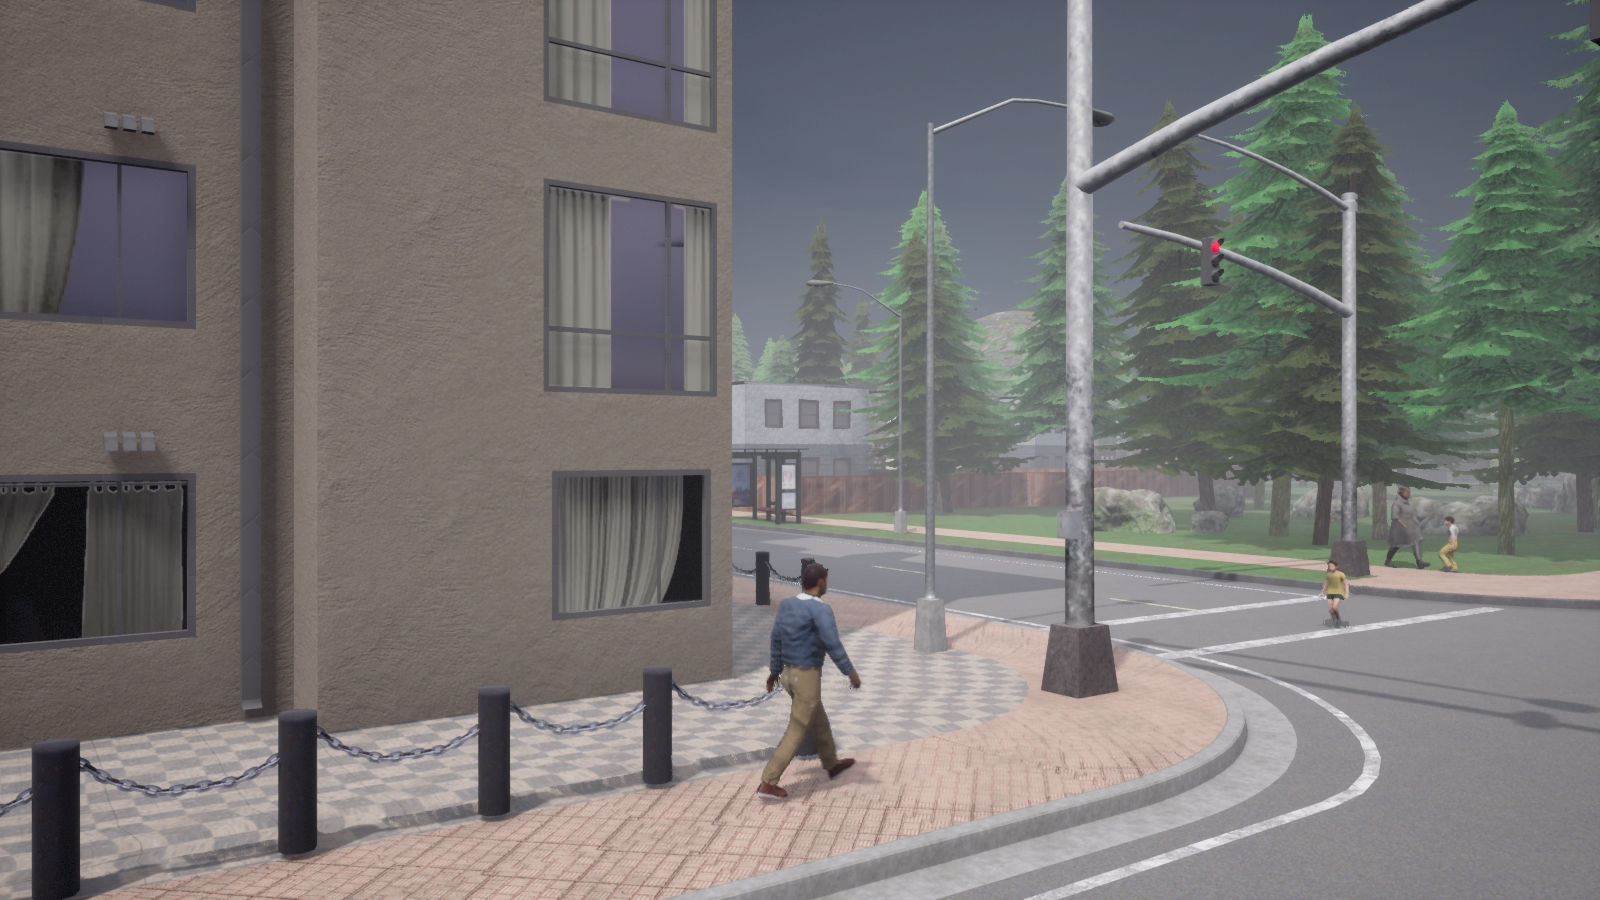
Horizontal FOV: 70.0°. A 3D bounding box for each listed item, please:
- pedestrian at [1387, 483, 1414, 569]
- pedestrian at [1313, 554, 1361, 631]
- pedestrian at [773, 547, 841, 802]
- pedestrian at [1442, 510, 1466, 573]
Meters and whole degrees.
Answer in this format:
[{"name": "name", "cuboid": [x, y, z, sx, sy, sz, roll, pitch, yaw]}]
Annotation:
[{"name": "pedestrian", "cuboid": [13.326, 1.676, 25.347, 0.375, 1.860, 0.375, 0, 0, -25]}, {"name": "pedestrian", "cuboid": [8.367, 2.209, 17.794, 0.500, 1.100, 0.500, 0, 0, -36]}, {"name": "pedestrian", "cuboid": [0.054, 1.694, 8.776, 0.375, 1.860, 0.375, 0, 0, -36]}, {"name": "pedestrian", "cuboid": [13.966, 1.956, 24.409, 0.375, 1.300, 0.375, 0, 0, 42]}]
